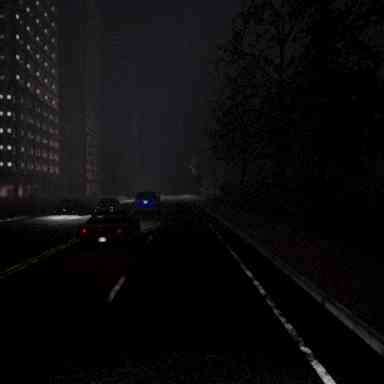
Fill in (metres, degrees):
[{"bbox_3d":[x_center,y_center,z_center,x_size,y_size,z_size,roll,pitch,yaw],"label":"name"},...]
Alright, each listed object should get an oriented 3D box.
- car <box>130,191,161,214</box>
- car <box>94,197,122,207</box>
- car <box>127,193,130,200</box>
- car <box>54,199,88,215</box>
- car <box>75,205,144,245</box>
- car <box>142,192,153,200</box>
[{"bbox_3d":[-4.226,0.957,31.916,2.150,2.045,5.566,0,1,-3],"label":"car"},{"bbox_3d":[-7.592,1.257,30.274,1.837,1.490,4.892,0,0,-3],"label":"car"},{"bbox_3d":[-12.828,0.840,71.235,2.128,1.511,4.902,0,0,-3],"label":"car"},{"bbox_3d":[-10.828,1.322,29.936,1.994,1.385,4.181,0,0,-3],"label":"car"},{"bbox_3d":[-3.452,1.479,14.758,1.895,1.301,4.718,0,1,-2],"label":"car"},{"bbox_3d":[-9.582,0.787,71.399,1.882,1.535,5.008,0,0,-3],"label":"car"}]
